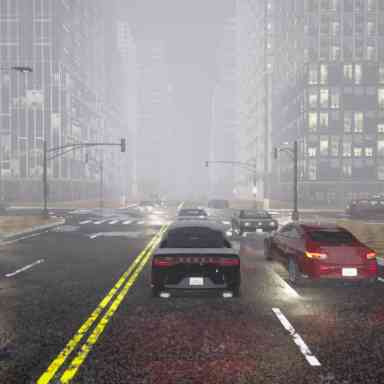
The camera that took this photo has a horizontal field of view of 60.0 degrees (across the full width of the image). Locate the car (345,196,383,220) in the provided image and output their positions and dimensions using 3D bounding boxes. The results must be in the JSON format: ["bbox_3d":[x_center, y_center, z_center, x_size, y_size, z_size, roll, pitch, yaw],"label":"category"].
[{"bbox_3d":[16.097,1.519,29.172,5.009,1.841,2.192,1,0,1],"label":"car"}]

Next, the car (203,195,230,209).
[{"bbox_3d":[3.368,1.453,42.489,2.128,1.511,4.902,0,0,-11],"label":"car"}]

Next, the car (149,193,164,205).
[{"bbox_3d":[-6.788,1.175,59.666,2.150,2.045,5.566,0,0,0],"label":"car"}]

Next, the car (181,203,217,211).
[{"bbox_3d":[0.033,1.538,18.362,2.033,1.411,5.357,0,0,0],"label":"car"}]

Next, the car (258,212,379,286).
[{"bbox_3d":[3.317,1.521,9.307,1.812,1.442,4.674,0,0,0],"label":"car"}]

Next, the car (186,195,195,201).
[{"bbox_3d":[-0.288,1.425,80.946,1.837,1.490,4.892,0,0,0],"label":"car"}]

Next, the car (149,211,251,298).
[{"bbox_3d":[0.065,1.474,8.541,1.882,1.535,5.008,0,0,0],"label":"car"}]

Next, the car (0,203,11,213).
[{"bbox_3d":[-20.096,1.364,32.229,4.674,1.442,1.812,1,1,1],"label":"car"}]

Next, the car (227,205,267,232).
[{"bbox_3d":[3.284,1.591,18.426,1.895,1.301,4.718,0,0,0],"label":"car"}]

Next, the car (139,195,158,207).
[{"bbox_3d":[-6.771,1.528,50.633,1.994,1.385,4.181,0,0,0],"label":"car"}]

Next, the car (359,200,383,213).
[{"bbox_3d":[21.677,1.643,37.478,4.829,1.417,1.752,1,0,1],"label":"car"}]

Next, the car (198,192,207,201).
[{"bbox_3d":[2.966,1.450,80.141,1.812,1.442,4.674,0,0,0],"label":"car"}]

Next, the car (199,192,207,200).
[{"bbox_3d":[2.930,1.135,90.364,2.150,2.045,5.566,0,0,0],"label":"car"}]
